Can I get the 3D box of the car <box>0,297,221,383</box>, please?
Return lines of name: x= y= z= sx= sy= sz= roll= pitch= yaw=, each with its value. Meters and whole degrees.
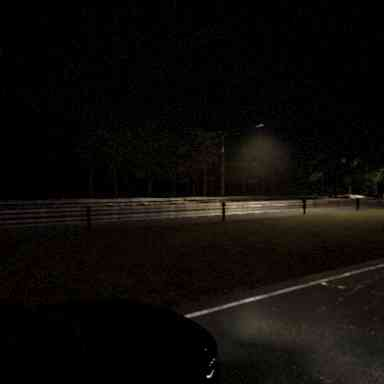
car: x=-2.024 y=1.479 z=2.271 sx=5.008 sy=1.535 sz=1.882 roll=0 pitch=0 yaw=-35
